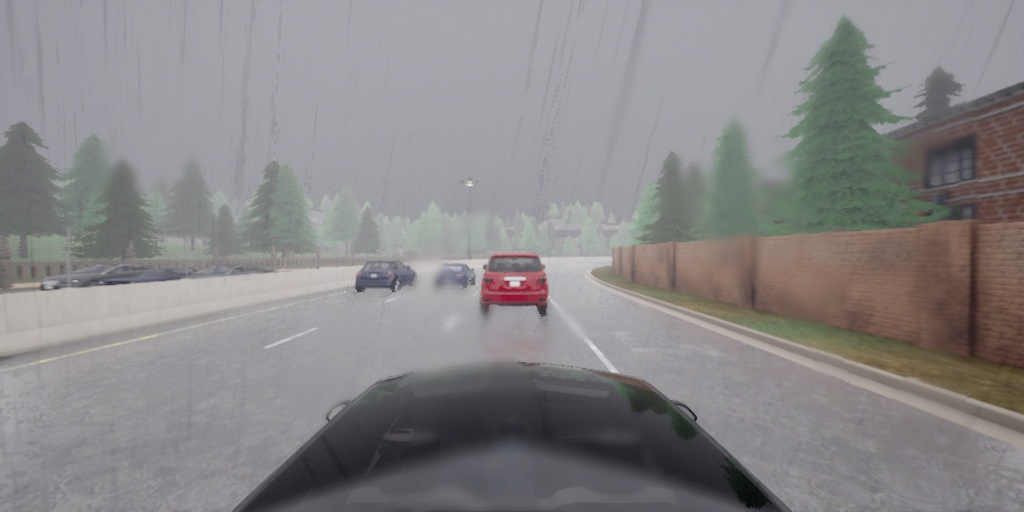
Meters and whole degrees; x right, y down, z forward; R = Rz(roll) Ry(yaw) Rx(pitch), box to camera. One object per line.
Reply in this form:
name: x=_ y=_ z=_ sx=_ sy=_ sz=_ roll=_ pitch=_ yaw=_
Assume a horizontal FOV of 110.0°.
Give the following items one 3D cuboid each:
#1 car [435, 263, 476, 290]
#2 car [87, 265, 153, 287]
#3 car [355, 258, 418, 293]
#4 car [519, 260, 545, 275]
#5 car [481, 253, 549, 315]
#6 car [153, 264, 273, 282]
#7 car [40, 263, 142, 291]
car: x=-3.270 y=1.150 z=21.194 sx=1.812 sy=1.442 sz=4.674 roll=0 pitch=0 yaw=2
car: x=-17.502 y=1.250 z=18.058 sx=1.895 sy=1.301 sz=4.718 roll=0 pitch=0 yaw=1
car: x=-6.799 y=0.986 z=19.947 sx=2.097 sy=1.767 sz=4.553 roll=0 pitch=0 yaw=2
car: x=2.101 y=1.126 z=36.223 sx=1.895 sy=1.301 sz=4.718 roll=0 pitch=0 yaw=12
car: x=0.091 y=0.897 z=13.252 sx=2.150 sy=2.045 sz=5.566 roll=0 pitch=0 yaw=0
car: x=-14.007 y=1.142 z=17.651 sx=2.128 sy=1.511 sz=4.902 roll=0 pitch=0 yaw=1
car: x=-20.978 y=1.138 z=18.720 sx=2.128 sy=1.511 sz=4.902 roll=0 pitch=0 yaw=1
